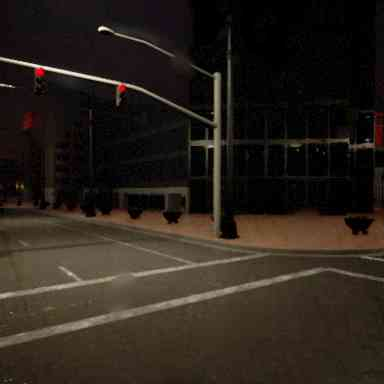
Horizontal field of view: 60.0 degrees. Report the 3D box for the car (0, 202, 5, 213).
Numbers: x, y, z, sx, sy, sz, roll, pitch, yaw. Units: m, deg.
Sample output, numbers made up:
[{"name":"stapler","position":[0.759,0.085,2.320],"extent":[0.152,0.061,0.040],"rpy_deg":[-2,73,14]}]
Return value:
[{"name":"car","position":[-24.618,1.887,41.620],"extent":[2.033,1.411,5.357],"rpy_deg":[0,-1,-35]}]
